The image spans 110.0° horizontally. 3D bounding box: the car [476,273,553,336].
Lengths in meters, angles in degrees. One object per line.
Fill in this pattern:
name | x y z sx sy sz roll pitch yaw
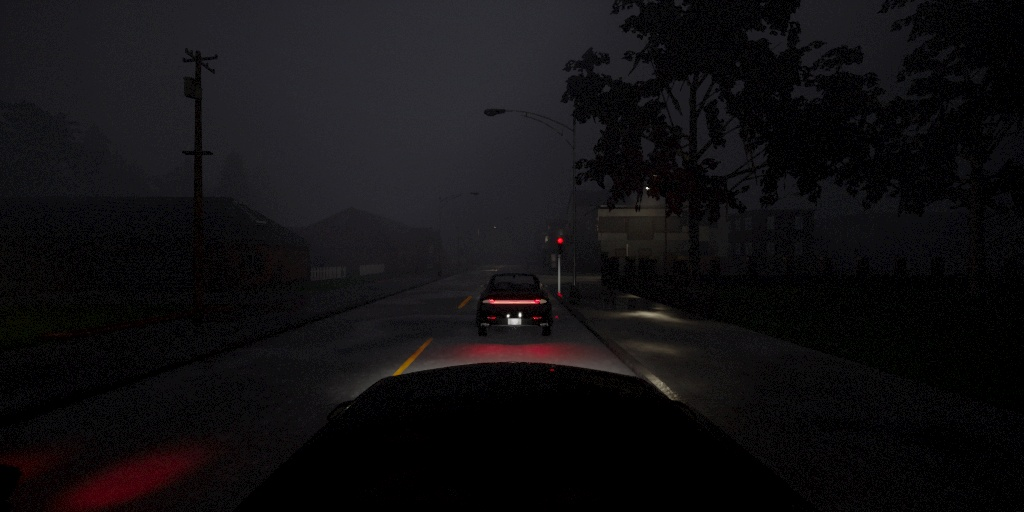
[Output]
car | 0.060 1.242 10.376 2.128 1.511 4.902 0 0 0
